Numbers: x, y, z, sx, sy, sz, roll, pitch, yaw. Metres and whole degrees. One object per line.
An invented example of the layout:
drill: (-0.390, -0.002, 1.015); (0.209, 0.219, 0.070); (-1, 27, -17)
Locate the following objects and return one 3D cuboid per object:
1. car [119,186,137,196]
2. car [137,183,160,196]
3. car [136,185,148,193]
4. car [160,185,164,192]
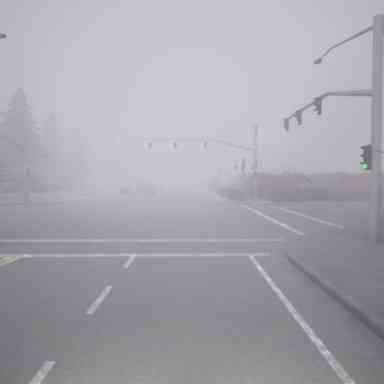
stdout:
car: (-10.546, -0.248, 54.524); (1.882, 1.535, 5.008); (0, 2, 0)
car: (-7.043, -0.508, 54.631); (2.150, 2.045, 5.566); (0, 2, 1)
car: (-10.489, -0.735, 69.967); (1.882, 1.535, 5.008); (0, 2, 0)
car: (-6.989, -0.737, 70.028); (1.882, 1.535, 5.008); (0, 2, 0)
